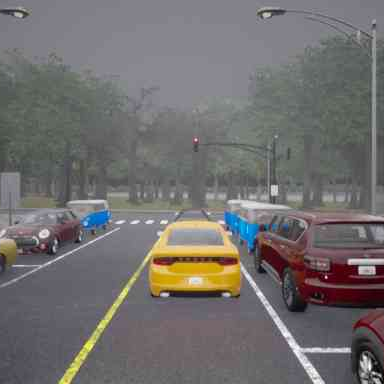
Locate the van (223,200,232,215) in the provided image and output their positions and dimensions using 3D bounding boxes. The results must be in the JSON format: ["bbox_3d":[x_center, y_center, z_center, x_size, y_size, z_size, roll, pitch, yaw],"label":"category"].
[{"bbox_3d":[2.739,1.342,18.499,1.690,1.788,3.998,0,0,0],"label":"van"}]

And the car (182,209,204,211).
[{"bbox_3d":[0.039,1.565,17.500,1.994,1.385,4.181,0,0,0],"label":"car"}]

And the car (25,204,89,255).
[{"bbox_3d":[-5.779,1.441,13.051,1.967,1.590,4.097,0,0,0],"label":"car"}]

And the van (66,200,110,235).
[{"bbox_3d":[-5.786,1.342,18.489,1.690,1.788,3.998,0,0,0],"label":"van"}]

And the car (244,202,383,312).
[{"bbox_3d":[2.753,1.315,7.624,2.192,1.841,5.009,0,0,0],"label":"car"}]

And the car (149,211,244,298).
[{"bbox_3d":[0.076,1.478,8.578,1.882,1.535,5.008,0,0,0],"label":"car"}]

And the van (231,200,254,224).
[{"bbox_3d":[2.746,1.342,13.061,1.690,1.788,3.998,0,0,0],"label":"van"}]

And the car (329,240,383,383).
[{"bbox_3d":[2.759,1.440,2.186,1.967,1.590,4.097,0,0,0],"label":"car"}]

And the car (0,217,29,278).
[{"bbox_3d":[-5.772,1.525,7.444,1.752,1.417,4.829,0,0,0],"label":"car"}]
